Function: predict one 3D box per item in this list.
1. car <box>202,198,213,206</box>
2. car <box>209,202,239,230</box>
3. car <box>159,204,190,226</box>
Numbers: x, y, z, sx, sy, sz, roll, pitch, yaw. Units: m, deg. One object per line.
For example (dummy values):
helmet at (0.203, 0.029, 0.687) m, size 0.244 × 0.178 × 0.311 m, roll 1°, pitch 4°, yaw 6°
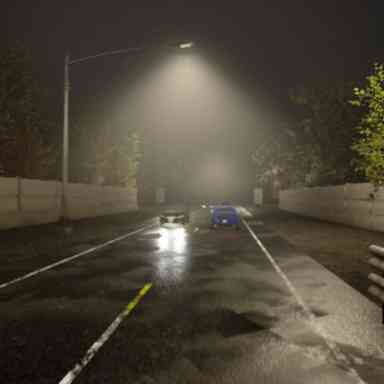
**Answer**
car at (3.360, 1.962, 69.997) m, size 2.097 × 1.767 × 4.553 m, roll 0°, pitch 0°, yaw 6°
car at (2.304, 1.714, 23.368) m, size 1.882 × 1.535 × 5.008 m, roll 0°, pitch -1°, yaw 6°
car at (-1.217, 1.718, 25.363) m, size 2.128 × 1.511 × 4.902 m, roll 0°, pitch -1°, yaw 6°
